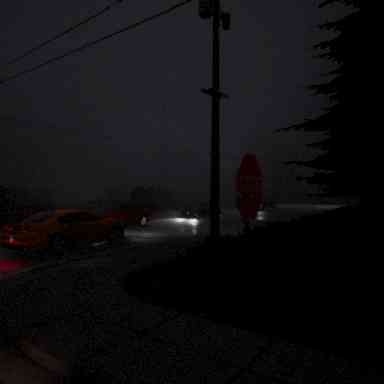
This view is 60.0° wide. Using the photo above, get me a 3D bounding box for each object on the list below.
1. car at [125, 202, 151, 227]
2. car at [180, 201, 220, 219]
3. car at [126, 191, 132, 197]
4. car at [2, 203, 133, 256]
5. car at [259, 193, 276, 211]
[{"bbox_3d":[-4.548,1.383,19.983,1.882,1.535,5.008,1,0,33],"label":"car"},{"bbox_3d":[0.745,1.464,28.258,1.994,1.385,4.181,1,0,32],"label":"car"},{"bbox_3d":[-15.789,0.610,87.712,3.866,1.878,1.905,-1,6,-11],"label":"car"},{"bbox_3d":[-4.778,1.416,13.160,1.882,1.535,5.008,-1,0,28],"label":"car"},{"bbox_3d":[8.325,1.118,40.043,2.150,2.045,5.566,1,0,34],"label":"car"}]
